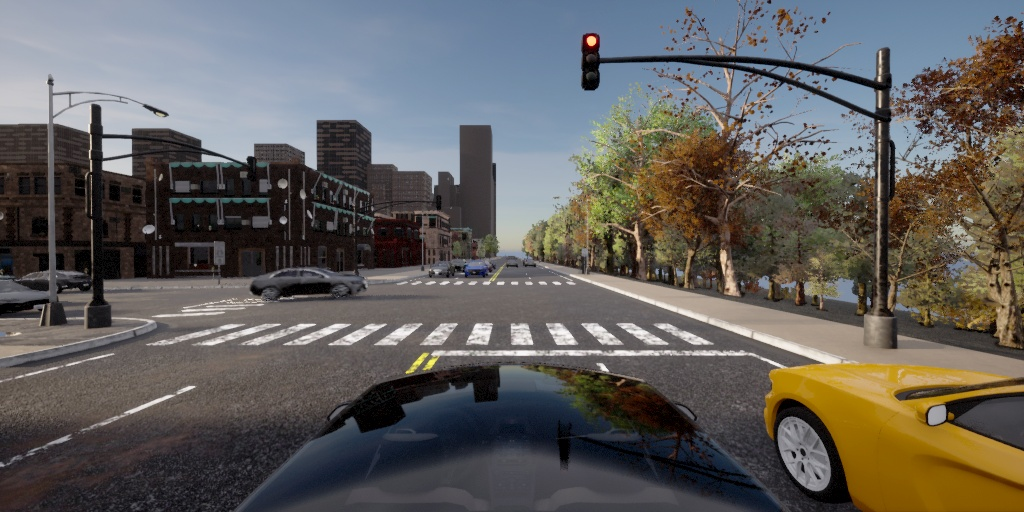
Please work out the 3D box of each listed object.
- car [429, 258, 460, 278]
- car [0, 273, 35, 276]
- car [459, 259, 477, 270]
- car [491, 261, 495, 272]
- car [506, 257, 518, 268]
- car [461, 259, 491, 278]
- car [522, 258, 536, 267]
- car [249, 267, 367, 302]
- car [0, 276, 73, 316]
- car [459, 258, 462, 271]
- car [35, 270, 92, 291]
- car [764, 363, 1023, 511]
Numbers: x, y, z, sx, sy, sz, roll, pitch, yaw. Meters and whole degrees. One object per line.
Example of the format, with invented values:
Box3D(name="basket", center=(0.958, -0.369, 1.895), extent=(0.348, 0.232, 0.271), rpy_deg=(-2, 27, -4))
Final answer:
Box3D(name="car", center=(-6.630, 1.231, 34.305), extent=(2.128, 1.511, 4.902), rpy_deg=(0, 0, 0))
Box3D(name="car", center=(-25.904, 1.260, 16.200), extent=(5.566, 2.045, 2.150), rpy_deg=(-1, 1, 0))
Box3D(name="car", center=(-6.642, 1.222, 54.548), extent=(2.128, 1.511, 4.902), rpy_deg=(0, 0, 0))
Box3D(name="car", center=(-3.388, 1.261, 44.093), extent=(1.812, 1.442, 4.674), rpy_deg=(0, 0, 0))
Box3D(name="car", center=(0.026, 1.291, 62.918), extent=(1.994, 1.385, 4.181), rpy_deg=(0, 0, 0))
Box3D(name="car", center=(-3.381, 1.217, 34.697), extent=(1.882, 1.535, 5.008), rpy_deg=(0, 0, 0))
Box3D(name="car", center=(3.266, 1.290, 64.501), extent=(1.994, 1.385, 4.181), rpy_deg=(0, 0, 1))
Box3D(name="car", center=(-9.531, 1.271, 17.009), extent=(4.902, 1.511, 2.128), rpy_deg=(-2, 0, -12))
Box3D(name="car", center=(-19.961, 1.564, 13.498), extent=(4.313, 1.339, 1.948), rpy_deg=(0, 0, 0))
Box3D(name="car", center=(-6.641, 1.087, 44.179), extent=(2.097, 1.767, 4.553), rpy_deg=(0, 0, 0))
Box3D(name="car", center=(-28.305, 1.559, 22.000), extent=(4.403, 1.370, 2.007), rpy_deg=(0, 0, 0))
Box3D(name="car", center=(3.351, 1.228, 1.397), extent=(1.882, 1.535, 5.008), rpy_deg=(0, 0, 0))
